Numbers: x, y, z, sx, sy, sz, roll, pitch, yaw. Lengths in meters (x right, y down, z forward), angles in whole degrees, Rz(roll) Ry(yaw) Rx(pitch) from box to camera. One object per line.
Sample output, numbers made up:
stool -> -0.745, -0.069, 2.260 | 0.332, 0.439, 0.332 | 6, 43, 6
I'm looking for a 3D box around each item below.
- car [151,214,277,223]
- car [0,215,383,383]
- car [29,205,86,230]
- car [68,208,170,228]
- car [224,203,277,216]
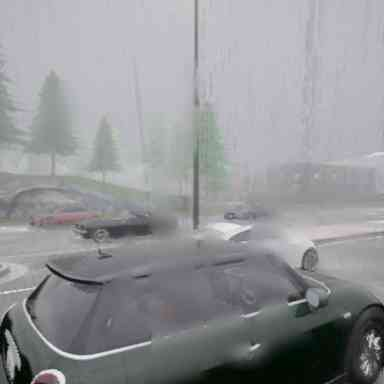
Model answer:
car -> 1.446, 1.519, 8.915 | 4.674, 1.442, 1.812 | 0, 0, -35
car -> 0.318, 1.349, 3.834 | 4.553, 1.767, 2.097 | 0, 0, -36
car -> -7.939, 1.531, 20.991 | 4.181, 1.385, 1.994 | 0, 0, -34
car -> -3.106, 1.580, 15.803 | 4.718, 1.301, 1.895 | 0, 0, -34
car -> 4.467, 1.547, 25.209 | 4.181, 1.385, 1.994 | 0, 0, -34
